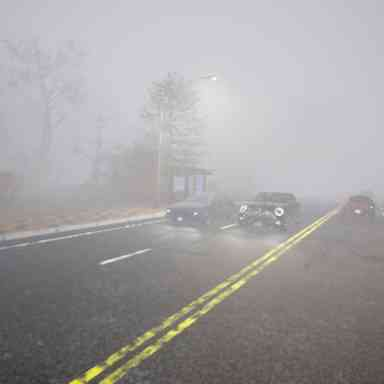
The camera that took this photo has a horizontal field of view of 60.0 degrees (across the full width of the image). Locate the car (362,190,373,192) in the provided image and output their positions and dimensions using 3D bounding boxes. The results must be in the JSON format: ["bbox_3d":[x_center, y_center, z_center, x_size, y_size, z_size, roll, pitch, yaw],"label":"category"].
[{"bbox_3d":[22.746,0.492,43.265,2.033,1.411,5.357,4,3,29],"label":"car"}]

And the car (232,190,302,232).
[{"bbox_3d":[3.873,0.737,15.962,2.097,1.767,4.553,4,3,29],"label":"car"}]

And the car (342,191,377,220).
[{"bbox_3d":[10.942,0.935,21.722,1.812,1.442,4.674,4,3,29],"label":"car"}]

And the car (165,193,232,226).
[{"bbox_3d":[0.755,0.755,17.055,2.033,1.411,5.357,4,3,29],"label":"car"}]
